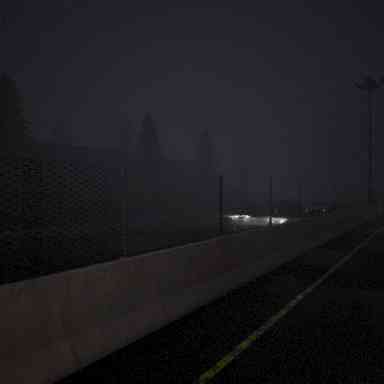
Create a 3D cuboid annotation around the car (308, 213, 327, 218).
[{"bbox_3d":[11.510,1.522,29.632,1.812,1.442,4.674,0,0,34],"label":"car"}]
